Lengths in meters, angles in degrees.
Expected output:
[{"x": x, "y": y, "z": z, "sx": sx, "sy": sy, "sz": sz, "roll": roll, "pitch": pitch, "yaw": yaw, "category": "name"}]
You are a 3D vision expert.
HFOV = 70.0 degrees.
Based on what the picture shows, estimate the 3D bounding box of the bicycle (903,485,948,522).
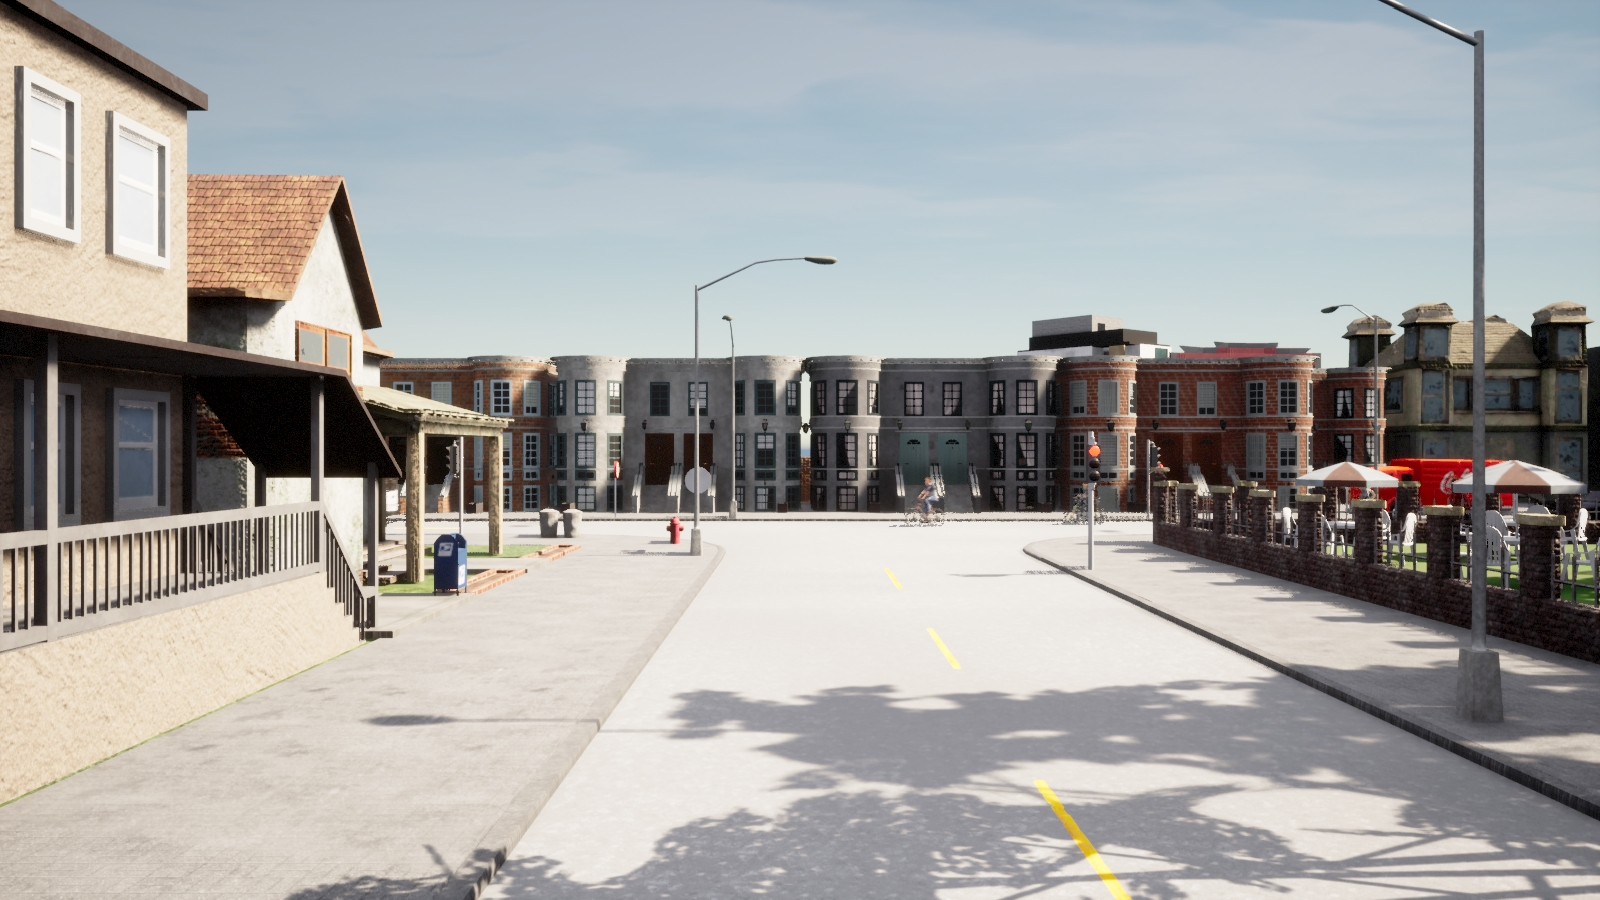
[{"x": 4.550, "y": 1.936, "z": 41.486, "sx": 1.643, "sy": 1.296, "sz": 0.373, "roll": 0, "pitch": 2, "yaw": -23, "category": "bicycle"}]

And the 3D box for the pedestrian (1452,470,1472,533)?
[{"x": 19.684, "y": 1.517, "z": 33.968, "sx": 0.375, "sy": 1.860, "sz": 0.375, "roll": 0, "pitch": 0, "yaw": 1, "category": "pedestrian"}]

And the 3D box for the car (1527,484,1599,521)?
[{"x": 30.170, "y": 1.935, "z": 42.745, "sx": 4.718, "sy": 1.301, "sz": 1.895, "roll": 0, "pitch": 0, "yaw": 0, "category": "car"}]

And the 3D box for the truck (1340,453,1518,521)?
[{"x": 23.416, "y": 1.349, "z": 42.737, "sx": 5.204, "sy": 2.467, "sz": 2.627, "roll": 0, "pitch": 0, "yaw": 0, "category": "truck"}]

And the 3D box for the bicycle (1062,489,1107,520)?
[{"x": 10.634, "y": 2.036, "z": 42.737, "sx": 1.487, "sy": 1.080, "sz": 0.859, "roll": 0, "pitch": 1, "yaw": -2, "category": "bicycle"}]
